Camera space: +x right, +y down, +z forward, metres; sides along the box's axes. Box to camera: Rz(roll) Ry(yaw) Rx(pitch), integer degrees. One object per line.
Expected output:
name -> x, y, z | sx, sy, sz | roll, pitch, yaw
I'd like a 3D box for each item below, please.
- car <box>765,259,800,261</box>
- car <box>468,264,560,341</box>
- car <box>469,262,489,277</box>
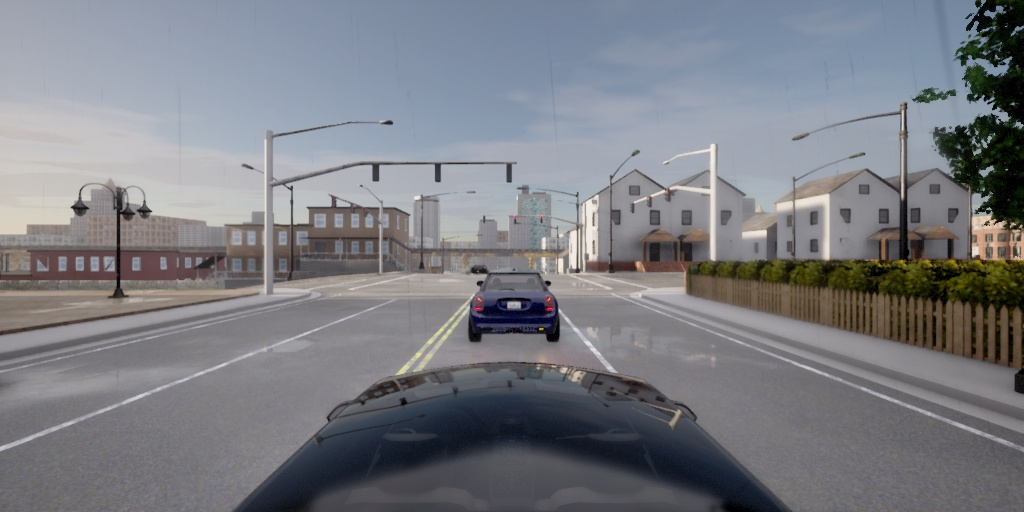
car -> 22.533, 1.095, 27.526 | 4.553, 1.767, 2.097 | 0, 0, -1
car -> 0.054, 1.100, 10.009 | 2.097, 1.767, 4.553 | 0, 0, 0
car -> -3.697, 1.596, 40.882 | 1.895, 1.301, 4.718 | 0, -7, 0
